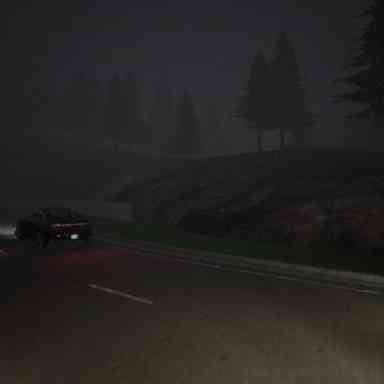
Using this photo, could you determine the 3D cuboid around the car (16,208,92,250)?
[{"bbox_3d":[-5.933,1.410,14.068,2.128,1.511,4.902,0,0,-41],"label":"car"}]
